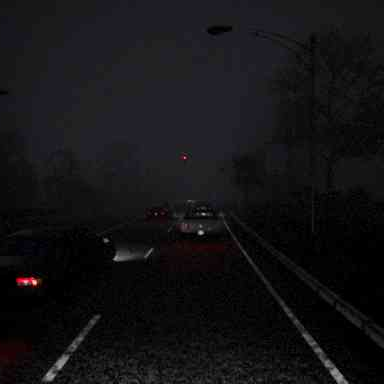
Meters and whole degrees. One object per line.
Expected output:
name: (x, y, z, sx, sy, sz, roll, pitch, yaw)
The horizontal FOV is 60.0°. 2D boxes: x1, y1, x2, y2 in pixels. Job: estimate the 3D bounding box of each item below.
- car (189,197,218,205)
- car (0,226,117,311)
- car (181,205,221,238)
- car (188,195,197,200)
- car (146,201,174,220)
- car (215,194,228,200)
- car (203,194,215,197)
car: (0.987, 1.461, 28.020, 1.837, 1.490, 4.892, 0, 0, 3)
car: (-3.300, 1.533, 8.015, 2.033, 1.411, 5.357, 0, 0, 1)
car: (0.469, 1.573, 17.406, 1.895, 1.301, 4.718, 0, 0, 2)
car: (0.301, 1.462, 84.234, 1.895, 1.301, 4.718, 0, 0, 9)
car: (-2.569, 1.482, 27.171, 1.812, 1.442, 4.674, 0, 0, 3)
car: (7.519, 1.414, 84.904, 1.994, 1.385, 4.181, 0, 0, 10)
car: (3.997, 1.366, 85.071, 2.128, 1.511, 4.902, 0, 0, 10)
